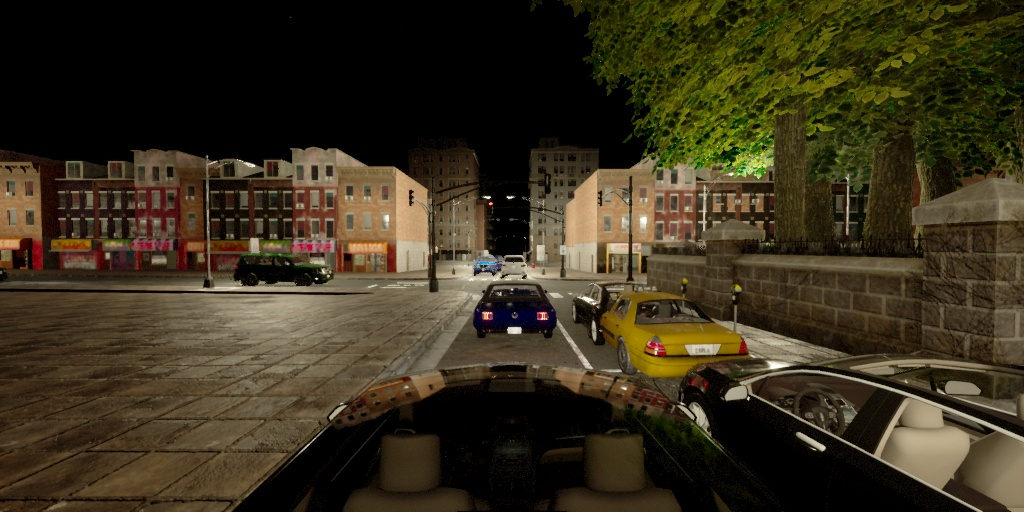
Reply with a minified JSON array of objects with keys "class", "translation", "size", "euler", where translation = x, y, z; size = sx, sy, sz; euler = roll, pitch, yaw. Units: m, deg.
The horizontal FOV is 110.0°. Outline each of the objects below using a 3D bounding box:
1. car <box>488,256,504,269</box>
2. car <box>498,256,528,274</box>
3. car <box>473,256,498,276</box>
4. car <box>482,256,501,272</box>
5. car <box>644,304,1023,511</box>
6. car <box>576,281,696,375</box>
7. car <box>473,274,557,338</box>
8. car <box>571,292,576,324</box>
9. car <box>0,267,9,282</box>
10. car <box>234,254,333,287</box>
[{"class":"car","translation":[-2.561,1.005,58.569],"size":[2.150,2.045,5.566],"euler":[0,0,1]},{"class":"car","translation":[0.235,0.979,32.851],"size":[2.150,2.045,5.566],"euler":[1,0,2]},{"class":"car","translation":[-2.749,0.981,37.284],"size":[2.150,2.045,5.566],"euler":[0,0,0]},{"class":"car","translation":[-2.652,0.993,47.895],"size":[2.150,2.045,5.566],"euler":[0,0,1]},{"class":"car","translation":[2.637,1.300,2.169],"size":[2.007,1.370,4.403],"euler":[0,0,0]},{"class":"car","translation":[2.686,1.274,7.330],"size":[1.751,1.417,4.829],"euler":[0,0,0]},{"class":"car","translation":[0.075,1.349,10.109],"size":[1.895,1.301,4.718],"euler":[0,0,0]},{"class":"car","translation":[2.661,1.299,9.304],"size":[2.007,1.370,4.403],"euler":[0,0,0]},{"class":"car","translation":[-35.281,0.935,22.822],"size":[4.902,1.511,2.128],"euler":[1,1,0]},{"class":"car","translation":[-14.425,0.897,22.759],"size":[5.566,2.045,2.150],"euler":[1,1,0]}]
